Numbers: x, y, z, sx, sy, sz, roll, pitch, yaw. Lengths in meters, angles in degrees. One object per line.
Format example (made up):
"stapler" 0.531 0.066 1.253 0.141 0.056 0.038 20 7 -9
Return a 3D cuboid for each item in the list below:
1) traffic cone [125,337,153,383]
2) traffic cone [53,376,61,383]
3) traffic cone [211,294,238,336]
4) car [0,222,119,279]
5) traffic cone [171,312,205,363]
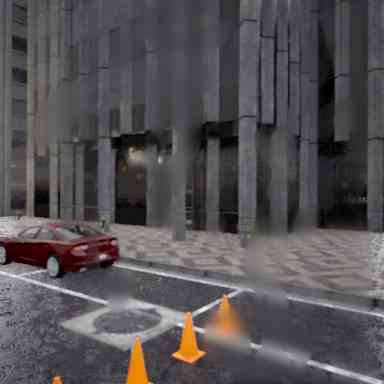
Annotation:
"traffic cone" -0.634 1.966 3.811 0.340 0.580 0.340 0 0 36
"traffic cone" -1.217 1.963 2.998 0.340 0.580 0.340 0 0 36
"traffic cone" 0.532 1.973 5.436 0.340 0.580 0.340 0 0 36
"car" -4.176 1.568 10.087 4.507 1.381 1.887 0 0 36
"traffic cone" -0.051 1.970 4.623 0.340 0.580 0.340 0 0 36
